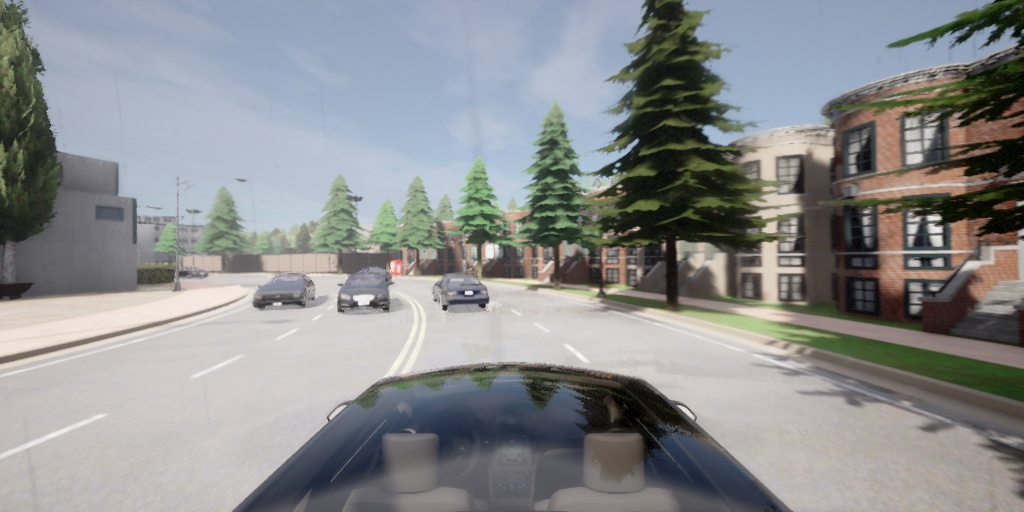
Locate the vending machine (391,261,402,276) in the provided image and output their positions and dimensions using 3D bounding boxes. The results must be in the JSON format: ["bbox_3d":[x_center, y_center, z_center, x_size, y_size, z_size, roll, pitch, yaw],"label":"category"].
[{"bbox_3d":[-14.384,1.554,44.595,0.880,2.100,1.100,0,0,37],"label":"vending machine"}]

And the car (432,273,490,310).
[{"bbox_3d":[-2.424,1.477,15.946,2.033,1.411,5.357,0,-1,-18],"label":"car"}]

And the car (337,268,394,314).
[{"bbox_3d":[-6.111,1.446,15.085,2.128,1.511,4.902,0,-1,-20],"label":"car"}]

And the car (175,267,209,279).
[{"bbox_3d":[-40.182,2.090,44.793,4.902,1.511,2.128,-1,-1,20],"label":"car"}]

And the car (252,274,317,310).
[{"bbox_3d":[-10.338,1.559,16.719,2.033,1.411,5.357,0,-1,-23],"label":"car"}]
